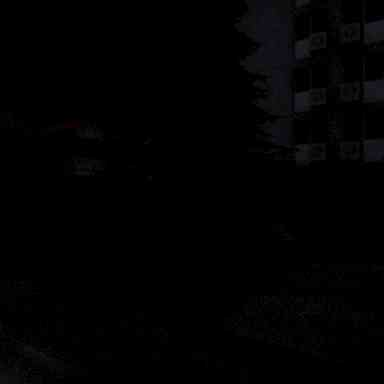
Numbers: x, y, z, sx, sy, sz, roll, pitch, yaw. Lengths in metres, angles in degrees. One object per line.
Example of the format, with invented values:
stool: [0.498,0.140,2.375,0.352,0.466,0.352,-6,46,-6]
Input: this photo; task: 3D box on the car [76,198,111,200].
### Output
car: [-5.545,1.440,22.550,2.150,2.045,5.566,0,-1,35]
